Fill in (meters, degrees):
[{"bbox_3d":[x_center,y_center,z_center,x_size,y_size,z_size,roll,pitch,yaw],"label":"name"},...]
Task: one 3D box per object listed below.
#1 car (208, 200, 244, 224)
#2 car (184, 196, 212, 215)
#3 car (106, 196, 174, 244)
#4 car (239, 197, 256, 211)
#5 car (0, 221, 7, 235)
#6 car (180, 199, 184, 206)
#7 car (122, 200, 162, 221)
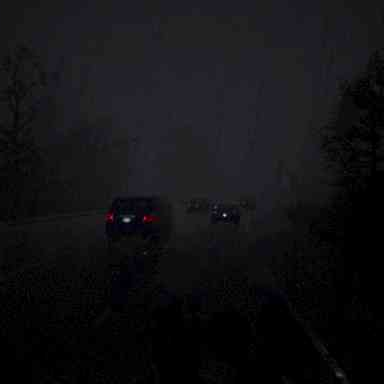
[{"bbox_3d":[2.625,1.574,25.022,1.994,1.385,4.181,0,0,10],"label":"car"},{"bbox_3d":[0.992,1.355,33.920,2.097,1.767,4.553,0,0,14],"label":"car"},{"bbox_3d":[-2.317,1.216,16.026,2.150,2.045,5.566,0,0,6],"label":"car"},{"bbox_3d":[6.842,1.377,41.769,2.097,1.767,4.553,0,0,17],"label":"car"},{"bbox_3d":[-9.824,1.576,13.411,1.895,1.301,4.718,0,0,6],"label":"car"},{"bbox_3d":[-0.344,1.466,53.676,1.882,1.535,5.008,0,0,21],"label":"car"},{"bbox_3d":[-4.100,1.492,28.099,1.837,1.490,4.892,0,0,11],"label":"car"}]
